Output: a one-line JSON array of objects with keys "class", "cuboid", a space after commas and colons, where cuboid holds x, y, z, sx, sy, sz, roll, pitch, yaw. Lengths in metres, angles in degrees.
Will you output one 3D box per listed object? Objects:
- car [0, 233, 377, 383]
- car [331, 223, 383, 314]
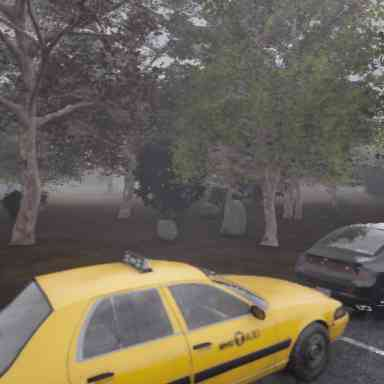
[{"class": "car", "cuboid": [-0.360, 1.459, 3.774, 5.366, 1.575, 1.946, 0, 1, -33]}, {"class": "car", "cuboid": [4.310, 1.423, 7.110, 4.892, 1.521, 2.231, -1, 2, -33]}]
